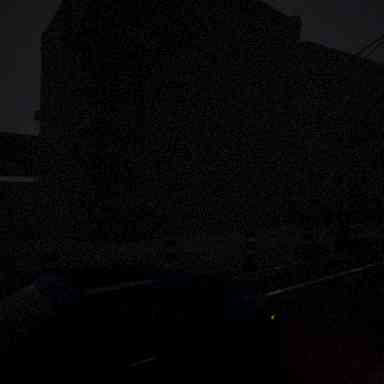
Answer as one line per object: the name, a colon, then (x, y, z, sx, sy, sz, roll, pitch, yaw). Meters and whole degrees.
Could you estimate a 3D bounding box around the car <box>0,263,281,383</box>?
car: (-1.110, 1.525, 3.198, 4.674, 1.442, 1.812, 0, 0, -36)
